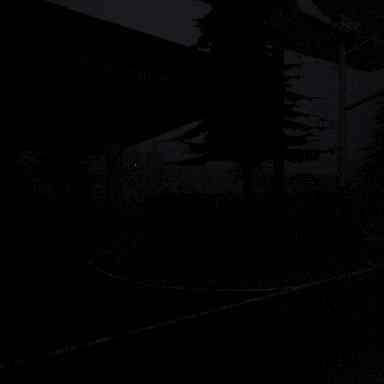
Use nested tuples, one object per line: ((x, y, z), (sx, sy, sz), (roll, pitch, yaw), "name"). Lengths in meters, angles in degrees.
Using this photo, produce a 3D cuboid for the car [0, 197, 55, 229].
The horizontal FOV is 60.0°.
((-11.876, 1.313, 23.538), (3.866, 1.878, 1.905), (0, 0, -36), "car")
